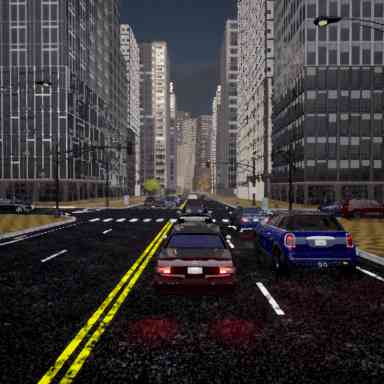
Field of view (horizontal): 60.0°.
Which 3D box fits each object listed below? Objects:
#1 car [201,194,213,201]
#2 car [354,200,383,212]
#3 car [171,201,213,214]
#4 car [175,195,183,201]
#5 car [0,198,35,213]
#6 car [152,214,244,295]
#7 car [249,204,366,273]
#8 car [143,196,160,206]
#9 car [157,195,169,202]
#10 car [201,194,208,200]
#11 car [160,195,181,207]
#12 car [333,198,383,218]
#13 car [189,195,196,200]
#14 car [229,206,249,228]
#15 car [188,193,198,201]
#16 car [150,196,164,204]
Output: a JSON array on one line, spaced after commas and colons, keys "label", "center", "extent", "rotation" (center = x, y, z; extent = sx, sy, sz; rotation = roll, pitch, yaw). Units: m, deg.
[{"label": "car", "center": [3.459, 1.537, 72.022], "extent": [1.895, 1.301, 4.718], "rotation": [0, 0, 0]}, {"label": "car", "center": [21.902, 1.642, 39.153], "extent": [4.829, 1.417, 1.752], "rotation": [1, 0, 1]}, {"label": "car", "center": [0.144, 1.482, 18.605], "extent": [2.128, 1.511, 4.902], "rotation": [0, 0, 0]}, {"label": "car", "center": [-3.061, 1.429, 79.515], "extent": [1.837, 1.490, 4.892], "rotation": [0, 0, 0]}, {"label": "car", "center": [-18.748, 1.340, 34.126], "extent": [4.902, 1.511, 2.128], "rotation": [1, 1, 1]}, {"label": "car", "center": [0.114, 1.544, 8.860], "extent": [2.033, 1.411, 5.357], "rotation": [0, 0, 1]}, {"label": "car", "center": [3.374, 1.348, 10.828], "extent": [2.097, 1.767, 4.553], "rotation": [0, 0, 0]}, {"label": "car", "center": [-6.469, 1.468, 52.383], "extent": [1.837, 1.490, 4.892], "rotation": [0, 0, 0]}, {"label": "car", "center": [-6.327, 1.478, 72.933], "extent": [2.033, 1.411, 5.357], "rotation": [0, 0, 0]}, {"label": "car", "center": [3.472, 1.407, 93.348], "extent": [1.837, 1.490, 4.892], "rotation": [0, 0, 0]}, {"label": "car", "center": [-3.201, 1.317, 50.541], "extent": [2.097, 1.767, 4.553], "rotation": [0, 0, -1]}, {"label": "car", "center": [16.274, 1.519, 30.880], "extent": [5.009, 1.841, 2.192], "rotation": [1, 0, 1]}, {"label": "car", "center": [0.221, 1.503, 93.031], "extent": [1.895, 1.301, 4.718], "rotation": [0, 0, 0]}, {"label": "car", "center": [3.398, 1.537, 20.213], "extent": [2.033, 1.411, 5.357], "rotation": [0, 0, 0]}, {"label": "car", "center": [0.197, 1.150, 82.695], "extent": [2.150, 2.045, 5.566], "rotation": [0, 0, 0]}, {"label": "car", "center": [-6.412, 1.499, 62.263], "extent": [2.033, 1.411, 5.357], "rotation": [0, 0, 0]}]
